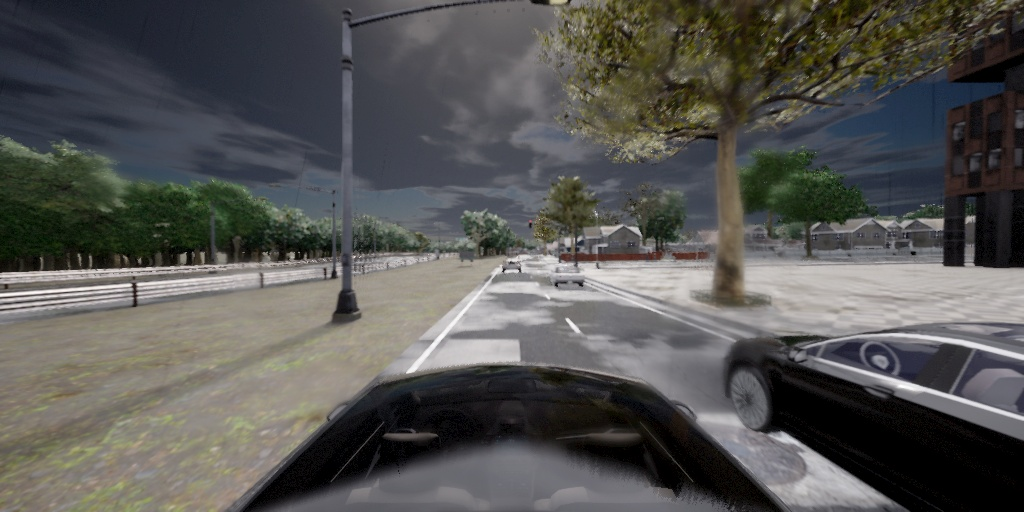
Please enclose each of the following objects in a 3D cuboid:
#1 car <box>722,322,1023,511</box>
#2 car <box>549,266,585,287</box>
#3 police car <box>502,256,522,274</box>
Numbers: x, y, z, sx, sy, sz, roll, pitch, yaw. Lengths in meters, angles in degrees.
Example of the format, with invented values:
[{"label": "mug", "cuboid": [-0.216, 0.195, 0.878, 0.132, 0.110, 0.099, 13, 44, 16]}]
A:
[{"label": "car", "cuboid": [3.602, 1.242, 2.629, 2.128, 1.511, 4.902, 0, 0, 0]}, {"label": "car", "cuboid": [3.598, 1.335, 24.342, 1.895, 1.301, 4.718, 0, 0, 0]}, {"label": "police car", "cuboid": [-0.006, 0.838, 35.928, 2.038, 1.542, 4.974, 0, 1, 0]}]
